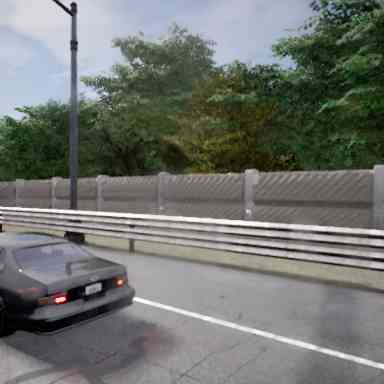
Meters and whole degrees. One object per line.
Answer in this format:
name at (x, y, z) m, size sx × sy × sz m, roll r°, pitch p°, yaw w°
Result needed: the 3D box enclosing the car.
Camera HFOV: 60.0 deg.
car at (-3.523, 1.497, 6.508) m, size 5.357 × 1.411 × 2.033 m, roll 0°, pitch 0°, yaw 36°
